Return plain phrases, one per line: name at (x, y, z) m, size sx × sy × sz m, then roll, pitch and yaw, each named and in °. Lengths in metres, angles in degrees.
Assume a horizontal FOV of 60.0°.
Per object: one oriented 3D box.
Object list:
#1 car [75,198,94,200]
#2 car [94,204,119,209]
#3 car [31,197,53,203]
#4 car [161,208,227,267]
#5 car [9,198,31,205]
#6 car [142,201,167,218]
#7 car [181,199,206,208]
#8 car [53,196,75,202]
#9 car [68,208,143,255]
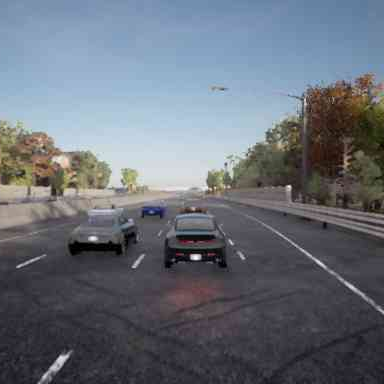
car at (-17.534, 1.692, 56.252) m, size 1.895 × 1.301 × 4.718 m, roll 0°, pitch 0°, yaw 1°
car at (-6.897, 1.633, 27.239) m, size 1.895 × 1.301 × 4.718 m, roll 0°, pitch 0°, yaw 0°
car at (-24.531, 1.567, 56.057) m, size 1.882 × 1.535 × 5.008 m, roll 0°, pitch 0°, yaw 1°
car at (0.100, 1.515, 11.440) m, size 1.837 × 1.490 × 4.892 m, roll 0°, pitch 0°, yaw 0°
car at (-28.021, 1.635, 55.039) m, size 2.033 × 1.411 × 5.357 m, roll 0°, pitch 0°, yaw 1°
car at (-3.397, 1.515, 30.360) m, size 1.882 × 1.535 × 5.008 m, roll 0°, pitch 0°, yaw 0°
car at (0.104, 1.386, 28.528) m, size 2.097 × 1.767 × 4.553 m, roll 0°, pitch 0°, yaw 0°
car at (-21.033, 1.443, 56.241) m, size 2.097 × 1.767 × 4.553 m, roll 0°, pitch 0°, yaw 1°
car at (-3.398, 1.577, 13.443) m, size 1.994 × 1.385 × 4.181 m, roll 0°, pitch 0°, yaw 0°
